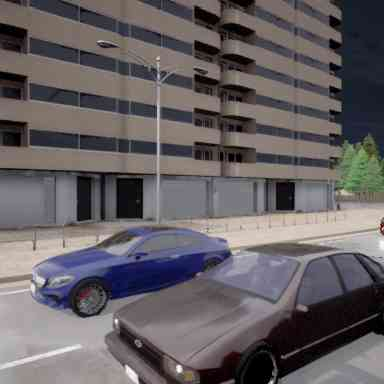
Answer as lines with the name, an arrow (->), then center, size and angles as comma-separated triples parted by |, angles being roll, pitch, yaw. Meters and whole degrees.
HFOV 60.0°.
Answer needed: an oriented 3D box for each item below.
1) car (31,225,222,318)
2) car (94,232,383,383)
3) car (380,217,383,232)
car -> -1.077, 1.526, 7.569 | 4.674, 1.442, 1.812 | 0, 0, -36
car -> 1.508, 1.548, 5.112 | 5.357, 1.411, 2.033 | 0, 0, -36
car -> 11.533, 1.351, 17.145 | 4.553, 1.767, 2.097 | 0, 0, -41
